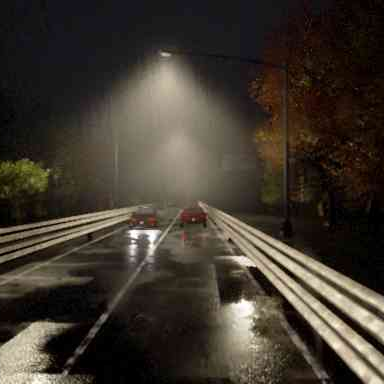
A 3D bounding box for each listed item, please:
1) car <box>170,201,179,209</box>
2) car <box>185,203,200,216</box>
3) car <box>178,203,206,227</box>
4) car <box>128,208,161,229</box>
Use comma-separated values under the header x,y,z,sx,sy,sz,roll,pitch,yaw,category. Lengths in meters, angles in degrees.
x,y,z,sx,sy,sz,roll,pitch,yaw,category
-3.289,2.534,66.052,2.033,1.411,5.357,0,-1,0,car
0.092,2.134,41.899,1.812,1.442,4.674,0,-1,0,car
0.099,1.830,25.945,1.882,1.535,5.008,0,-1,0,car
-3.350,1.888,24.181,1.994,1.385,4.181,0,-1,0,car
